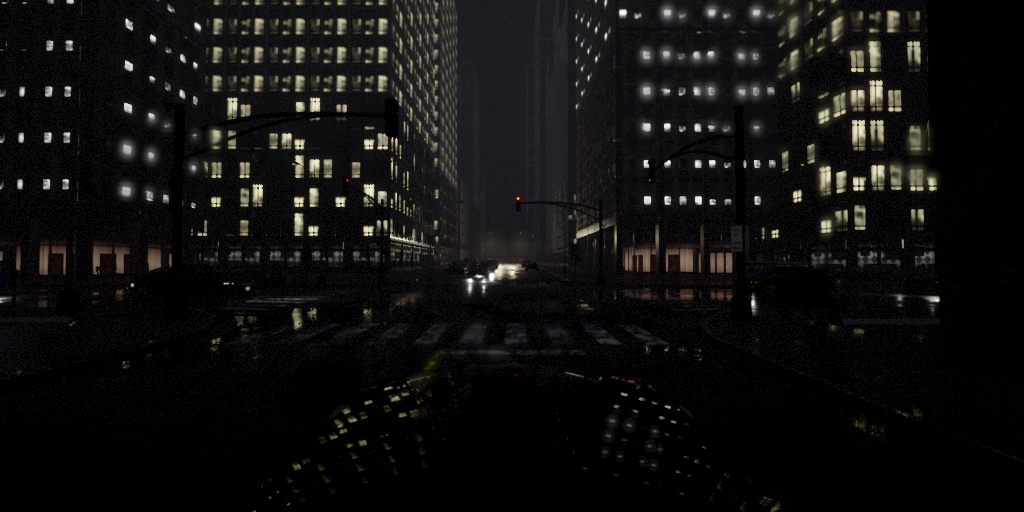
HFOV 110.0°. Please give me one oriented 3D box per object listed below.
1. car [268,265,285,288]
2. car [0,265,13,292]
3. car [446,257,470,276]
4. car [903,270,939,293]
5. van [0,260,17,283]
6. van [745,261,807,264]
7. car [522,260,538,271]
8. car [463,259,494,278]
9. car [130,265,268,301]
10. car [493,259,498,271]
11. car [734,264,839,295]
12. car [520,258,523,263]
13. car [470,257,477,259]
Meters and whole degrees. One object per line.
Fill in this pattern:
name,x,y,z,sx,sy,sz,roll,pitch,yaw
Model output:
car,-16.502,1.252,22.134,4.097,1.591,1.967,0,0,0
car,-26.392,1.249,16.377,4.181,1.385,1.994,0,-1,0
car,-5.706,1.197,37.576,1.967,1.591,4.097,0,0,0
car,24.345,1.310,19.482,5.008,1.535,1.882,0,-1,0
van,-33.447,1.129,22.165,3.998,1.789,1.690,0,0,0
van,15.972,1.207,22.075,3.998,1.789,1.690,0,0,0
car,2.669,1.342,48.792,1.802,1.307,4.207,0,0,0
car,-3.117,1.304,34.497,2.033,1.411,5.357,0,0,0
car,-14.260,1.191,16.183,4.902,1.511,2.128,0,-1,4
car,-3.119,1.360,44.407,1.895,1.301,4.718,0,0,0
car,14.865,1.318,19.503,4.892,1.490,1.837,0,-1,0
car,2.665,1.288,60.118,1.751,1.417,4.829,0,0,0
car,-5.711,1.075,48.726,2.192,1.841,5.009,0,0,0
